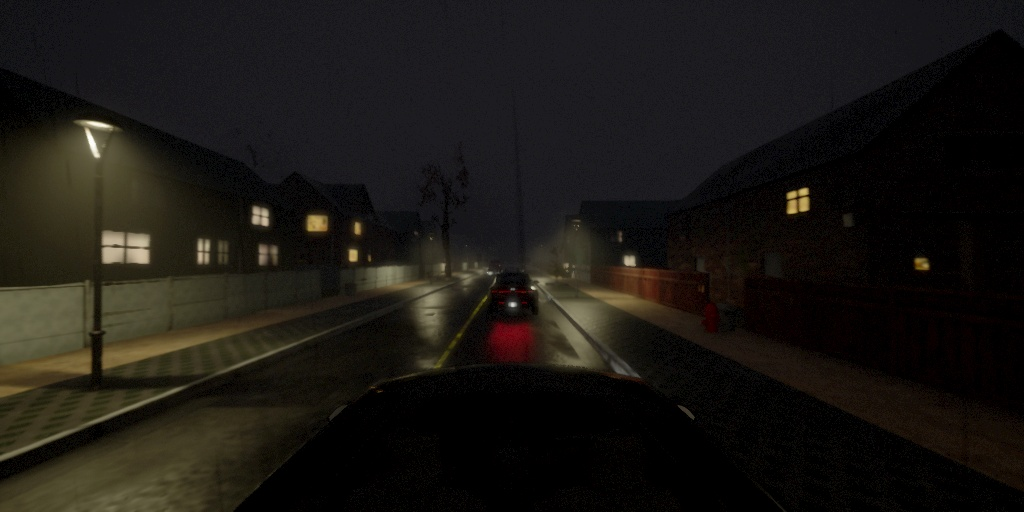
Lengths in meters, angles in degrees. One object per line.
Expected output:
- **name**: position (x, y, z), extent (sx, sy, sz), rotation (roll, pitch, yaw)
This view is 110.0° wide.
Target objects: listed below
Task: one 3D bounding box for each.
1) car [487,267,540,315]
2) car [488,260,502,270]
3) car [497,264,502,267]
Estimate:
- **car**: position (0.043, 1.378, 14.335), extent (1.837, 1.490, 4.892), rotation (0, 0, 0)
- **car**: position (-2.792, 1.603, 60.287), extent (2.150, 2.045, 5.566), rotation (0, -1, 1)
- **car**: position (0.042, 1.595, 29.305), extent (1.994, 1.385, 4.181), rotation (0, 0, 0)
